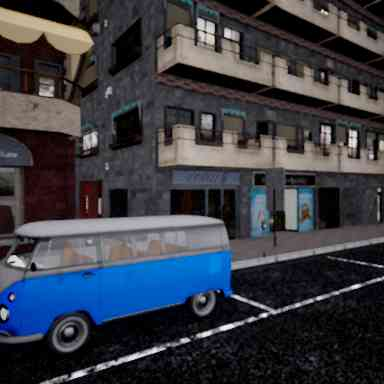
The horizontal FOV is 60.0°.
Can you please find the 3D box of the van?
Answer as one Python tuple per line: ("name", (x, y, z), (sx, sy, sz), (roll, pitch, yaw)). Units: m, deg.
("van", (-1.154, 1.337, 5.747), (3.998, 1.788, 1.690), (0, 0, -35))
